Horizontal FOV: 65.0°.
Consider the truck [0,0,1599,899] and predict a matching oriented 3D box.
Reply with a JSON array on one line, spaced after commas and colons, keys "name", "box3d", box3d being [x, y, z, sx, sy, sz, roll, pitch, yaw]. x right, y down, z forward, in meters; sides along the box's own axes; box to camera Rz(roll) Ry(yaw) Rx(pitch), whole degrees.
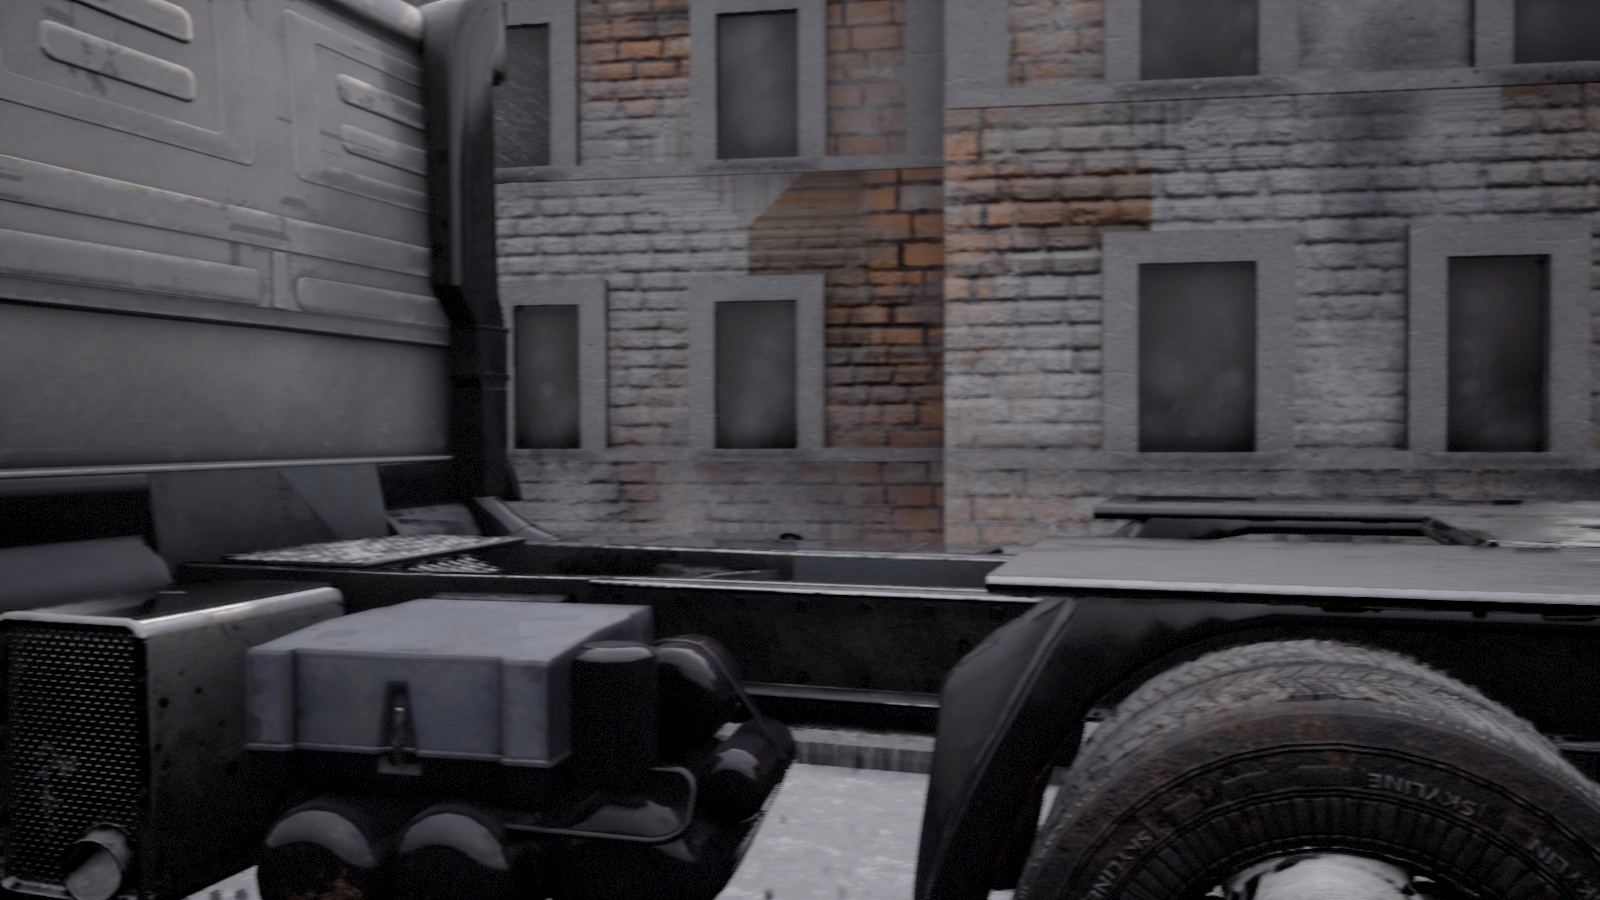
[{"name": "truck", "box3d": [-0.201, -0.217, 3.774, 7.936, 3.462, 2.891, 1, 1, 19]}]
